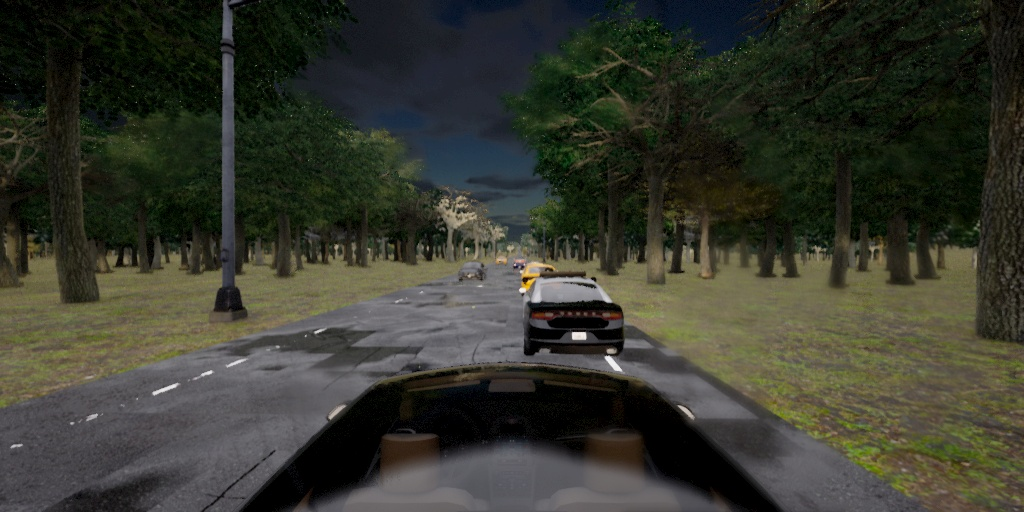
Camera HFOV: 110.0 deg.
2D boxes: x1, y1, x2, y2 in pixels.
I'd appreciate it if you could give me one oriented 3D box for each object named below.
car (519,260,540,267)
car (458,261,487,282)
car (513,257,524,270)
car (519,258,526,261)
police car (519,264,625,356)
[{"bbox_3d":[1.430,1.187,18.617,1.882,1.535,5.008,0,0,1],"label":"car"},{"bbox_3d":[-3.004,1.179,28.160,1.837,1.490,4.892,0,0,1],"label":"car"},{"bbox_3d":[1.086,1.171,48.591,1.895,1.301,4.718,0,0,2],"label":"car"},{"bbox_3d":[1.569,1.143,24.806,1.801,1.575,5.366,0,0,1],"label":"car"},{"bbox_3d":[1.208,1.162,8.727,1.930,1.638,5.238,0,0,1],"label":"police car"}]
